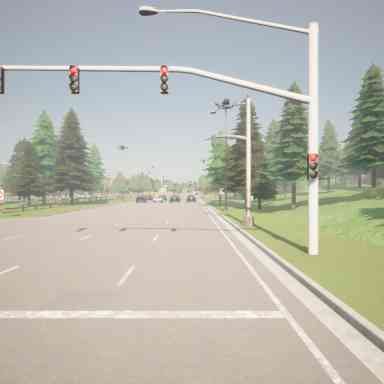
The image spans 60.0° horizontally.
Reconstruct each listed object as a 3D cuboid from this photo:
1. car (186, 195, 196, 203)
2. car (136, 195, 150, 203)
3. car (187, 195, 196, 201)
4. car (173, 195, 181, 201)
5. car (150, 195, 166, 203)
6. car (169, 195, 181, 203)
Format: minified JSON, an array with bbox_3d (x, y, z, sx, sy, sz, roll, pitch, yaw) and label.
[{"bbox_3d":[-0.141,1.346,70.716,2.097,1.767,4.553,0,0,0],"label":"car"},{"bbox_3d":[-10.640,1.492,70.341,1.837,1.490,4.892,0,0,0],"label":"car"},{"bbox_3d":[-0.161,1.385,80.782,1.994,1.385,4.181,0,0,0],"label":"car"},{"bbox_3d":[-3.661,1.356,80.775,1.812,1.442,4.674,0,0,0],"label":"car"},{"bbox_3d":[-7.141,1.587,70.795,1.895,1.301,4.718,0,0,0],"label":"car"},{"bbox_3d":[-3.641,1.347,70.742,2.097,1.767,4.553,0,0,0],"label":"car"}]
